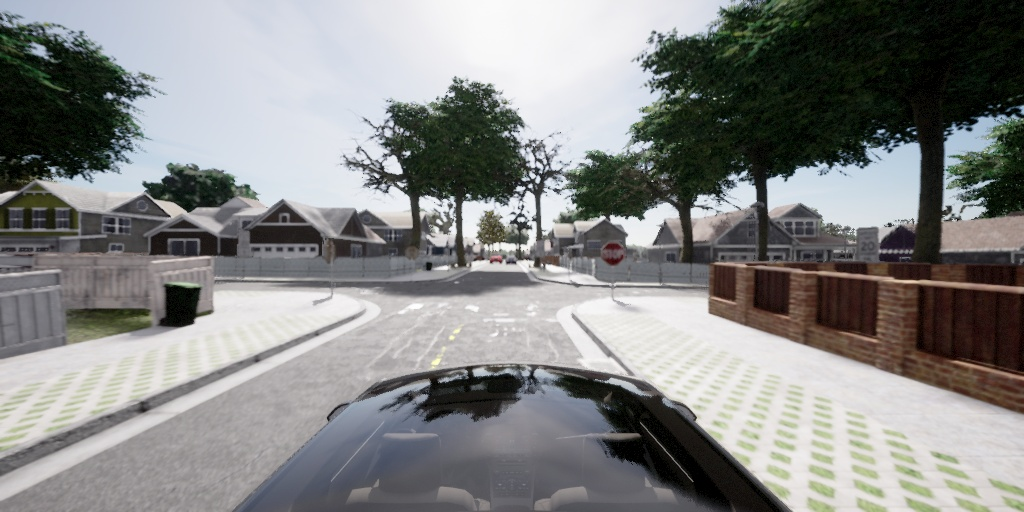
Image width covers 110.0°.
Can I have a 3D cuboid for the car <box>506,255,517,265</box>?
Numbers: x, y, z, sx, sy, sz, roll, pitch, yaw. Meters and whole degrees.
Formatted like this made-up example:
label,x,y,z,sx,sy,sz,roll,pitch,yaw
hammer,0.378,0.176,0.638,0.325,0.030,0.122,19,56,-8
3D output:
label,x,y,z,sx,sy,sz,roll,pitch,yaw
car,-0.123,0.831,61.007,1.895,1.301,4.718,0,0,0
